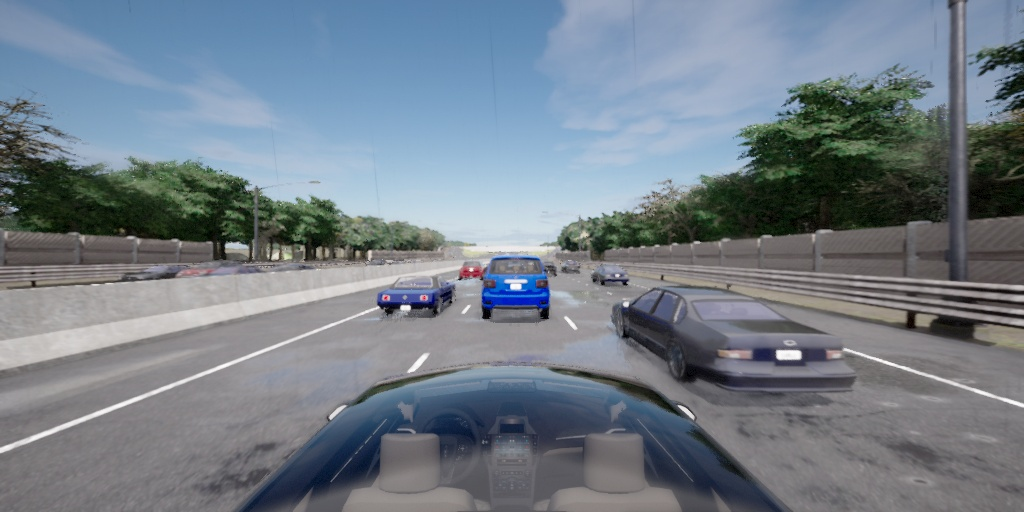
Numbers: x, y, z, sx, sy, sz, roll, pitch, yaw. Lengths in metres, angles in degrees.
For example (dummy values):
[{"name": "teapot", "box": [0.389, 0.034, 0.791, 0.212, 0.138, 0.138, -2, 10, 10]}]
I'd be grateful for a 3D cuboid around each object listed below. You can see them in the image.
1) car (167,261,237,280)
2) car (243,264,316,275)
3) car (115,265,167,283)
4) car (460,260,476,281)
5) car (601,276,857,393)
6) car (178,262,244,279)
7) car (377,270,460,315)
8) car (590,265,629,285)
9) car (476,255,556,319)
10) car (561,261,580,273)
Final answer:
[{"name": "car", "box": [-21.021, 1.147, 25.406, 2.097, 1.767, 4.553, 0, 0, 0]}, {"name": "car", "box": [-14.038, 1.293, 22.595, 1.837, 1.490, 4.892, 0, 0, 0]}, {"name": "car", "box": [-24.421, 1.341, 25.438, 2.033, 1.411, 5.357, 0, 0, -1]}, {"name": "car", "box": [-3.291, 1.166, 31.225, 2.097, 1.767, 4.553, 0, 0, 0]}, {"name": "car", "box": [3.506, 1.305, 7.052, 2.033, 1.411, 5.357, 0, 0, 0]}, {"name": "car", "box": [-17.540, 1.336, 22.770, 2.033, 1.411, 5.357, 0, 0, 0]}, {"name": "car", "box": [-3.377, 1.369, 13.646, 1.895, 1.301, 4.718, 0, 0, 0]}, {"name": "car", "box": [7.034, 1.347, 26.173, 2.033, 1.411, 5.357, 0, 0, 2]}, {"name": "car", "box": [0.122, 0.989, 13.092, 2.150, 2.045, 5.566, 0, 0, 0]}, {"name": "car", "box": [7.303, 1.355, 44.978, 2.128, 1.511, 4.902, 0, 0, 1]}]
